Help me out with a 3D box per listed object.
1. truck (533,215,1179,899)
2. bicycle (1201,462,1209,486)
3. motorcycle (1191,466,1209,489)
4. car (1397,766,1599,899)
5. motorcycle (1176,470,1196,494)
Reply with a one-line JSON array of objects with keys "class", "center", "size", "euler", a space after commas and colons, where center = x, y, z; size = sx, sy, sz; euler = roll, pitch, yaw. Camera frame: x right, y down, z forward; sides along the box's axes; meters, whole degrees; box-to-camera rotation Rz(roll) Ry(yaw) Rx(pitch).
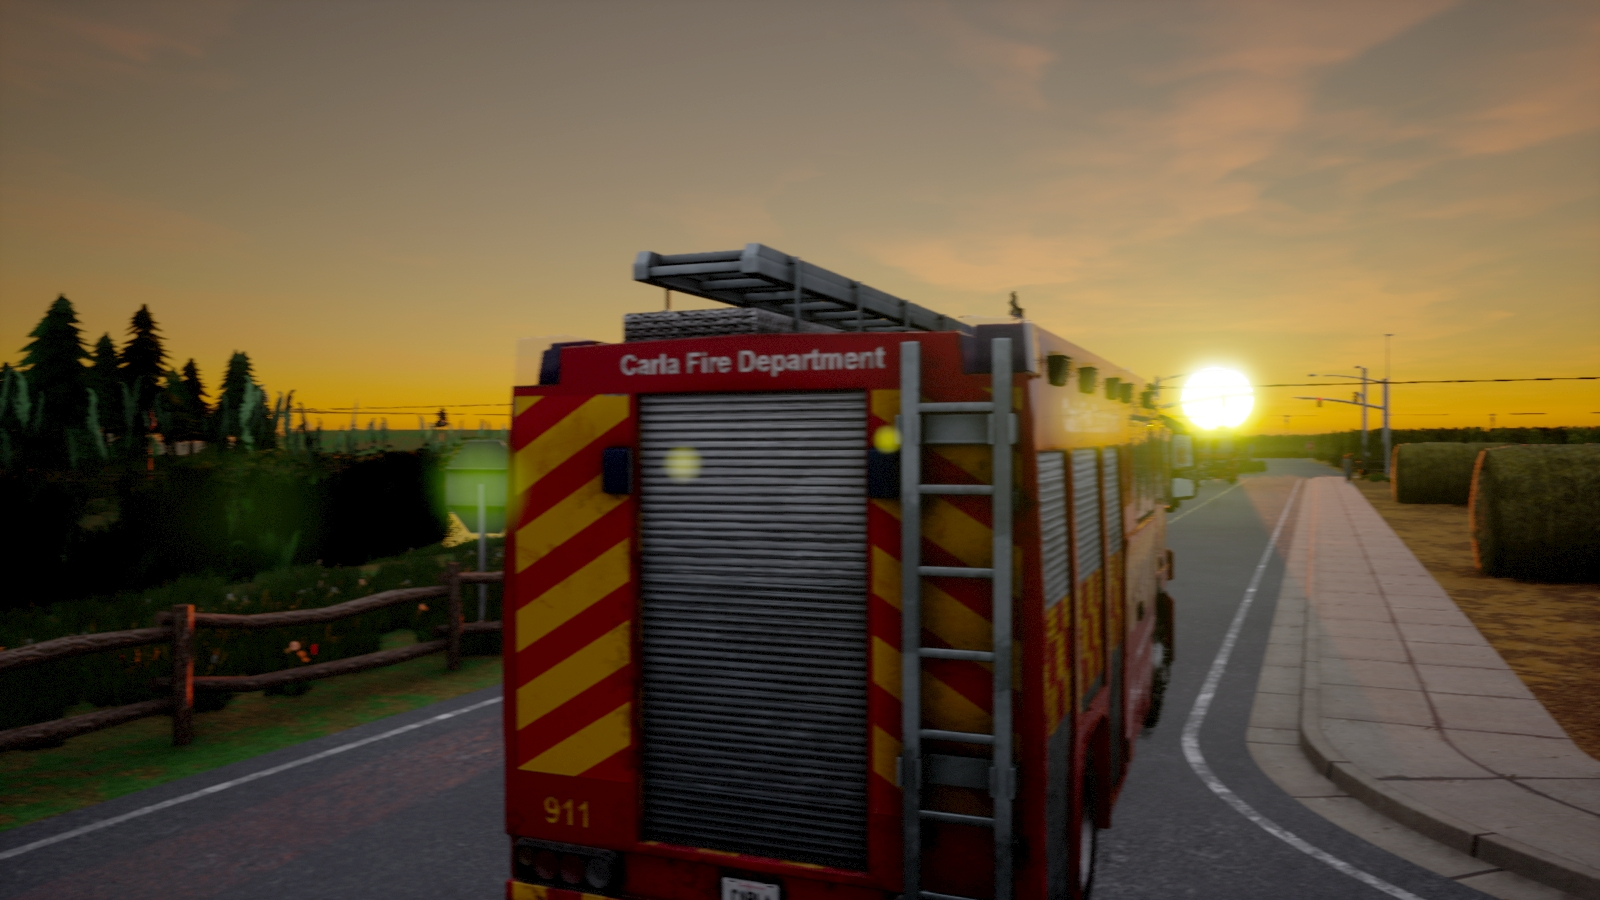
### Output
[{"class": "truck", "center": [1.442, 0.790, 9.744], "size": [2.891, 3.827, 8.468], "euler": [0, 1, 22]}, {"class": "bicycle", "center": [25.564, 1.505, 72.140], "size": [0.329, 1.471, 1.835], "euler": [0, 0, 24]}, {"class": "motorcycle", "center": [23.942, 1.642, 68.364], "size": [0.764, 1.277, 2.356], "euler": [0, 0, 24]}, {"class": "car", "center": [4.285, 2.021, 2.757], "size": [4.792, 1.488, 2.163], "euler": [0, 0, 20]}, {"class": "motorcycle", "center": [20.565, 1.713, 60.893], "size": [0.803, 1.199, 2.033], "euler": [0, 0, 24]}]
